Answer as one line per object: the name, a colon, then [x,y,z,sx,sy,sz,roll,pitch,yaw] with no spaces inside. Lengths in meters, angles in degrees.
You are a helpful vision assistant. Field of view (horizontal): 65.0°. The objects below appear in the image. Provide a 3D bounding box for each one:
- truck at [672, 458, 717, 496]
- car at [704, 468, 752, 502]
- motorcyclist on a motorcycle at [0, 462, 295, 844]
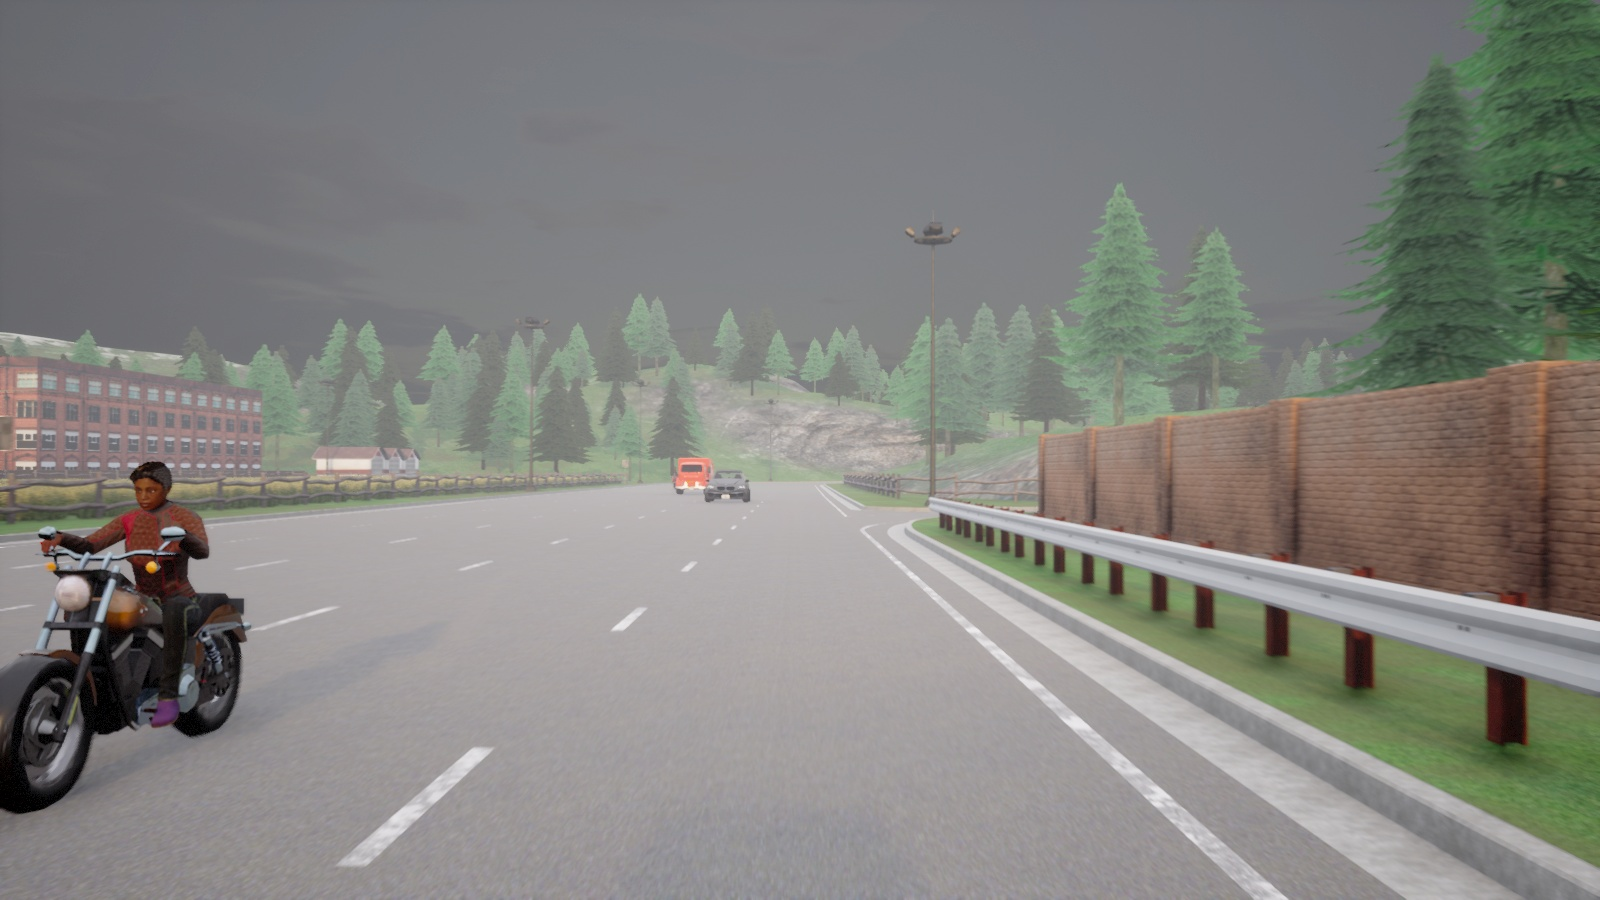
truck: [-7.179,1.839,86.059,2.627,2.467,5.204,0,-1,0]
car: [-3.659,1.787,64.627,2.242,1.667,4.611,0,-1,0]
motorcyclist on a motorcycle: [-3.517,0.894,6.621,0.766,1.649,2.350,0,-1,0]
